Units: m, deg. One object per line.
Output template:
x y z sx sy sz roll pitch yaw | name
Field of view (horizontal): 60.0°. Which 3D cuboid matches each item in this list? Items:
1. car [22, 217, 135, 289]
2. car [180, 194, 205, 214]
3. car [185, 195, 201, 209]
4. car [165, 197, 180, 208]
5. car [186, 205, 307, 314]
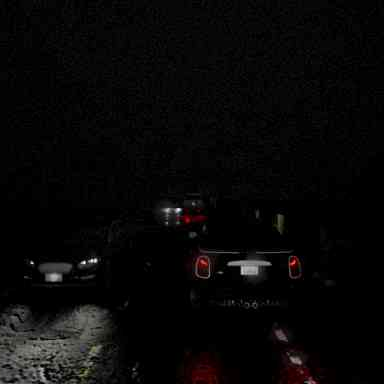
-2.830 1.489 9.267 2.128 1.511 4.902 0 0 0 | car
0.167 1.226 35.822 2.150 2.045 5.566 0 0 0 | car
0.133 1.364 46.319 2.097 1.767 4.553 0 0 0 | car
-2.630 1.517 47.017 1.837 1.490 4.892 0 0 0 | car
0.981 1.349 7.760 2.097 1.767 4.553 0 0 0 | car
